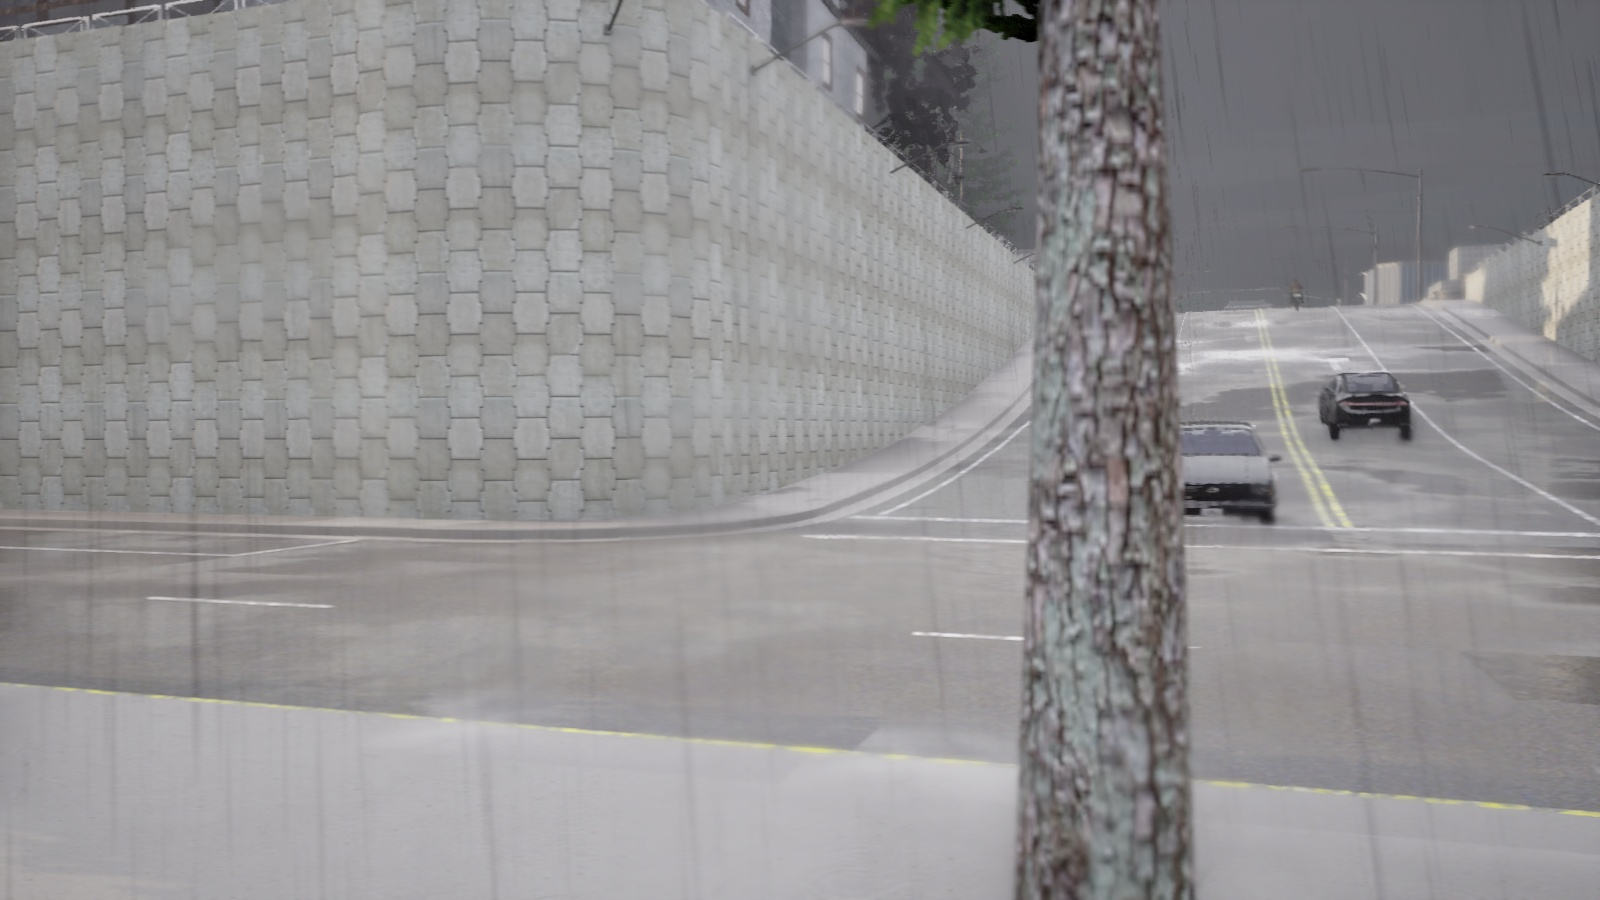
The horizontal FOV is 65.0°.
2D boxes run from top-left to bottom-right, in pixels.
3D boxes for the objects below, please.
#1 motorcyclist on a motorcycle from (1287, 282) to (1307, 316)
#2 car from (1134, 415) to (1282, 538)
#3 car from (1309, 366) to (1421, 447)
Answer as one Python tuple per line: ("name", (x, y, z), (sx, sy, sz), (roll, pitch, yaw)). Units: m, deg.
("motorcyclist on a motorcycle", (24.555, -7.493, 62.124), (0.797, 1.523, 2.044), (1, 10, 19))
("car", (6.721, 0.300, 20.673), (2.033, 1.411, 5.357), (1, 6, 19))
("car", (14.317, -1.184, 32.107), (2.128, 1.511, 4.902), (1, 9, 19))
